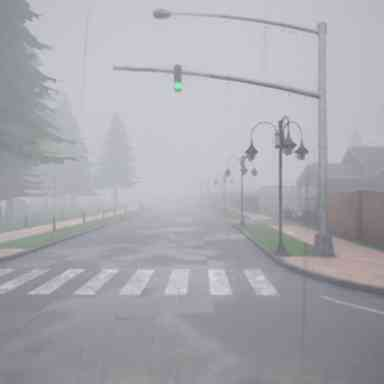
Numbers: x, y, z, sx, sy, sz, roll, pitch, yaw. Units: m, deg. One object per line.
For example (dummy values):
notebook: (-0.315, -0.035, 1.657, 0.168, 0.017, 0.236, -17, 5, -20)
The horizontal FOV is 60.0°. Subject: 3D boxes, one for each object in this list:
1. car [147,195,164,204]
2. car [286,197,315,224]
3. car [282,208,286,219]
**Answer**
car: (-9.074, 1.924, 86.568, 2.150, 2.045, 5.566, 0, -1, -26)
car: (9.580, 1.333, 24.007, 4.605, 1.855, 1.932, 0, 0, 1)
car: (9.232, 1.356, 26.526, 3.866, 1.878, 1.905, 0, 0, 1)
